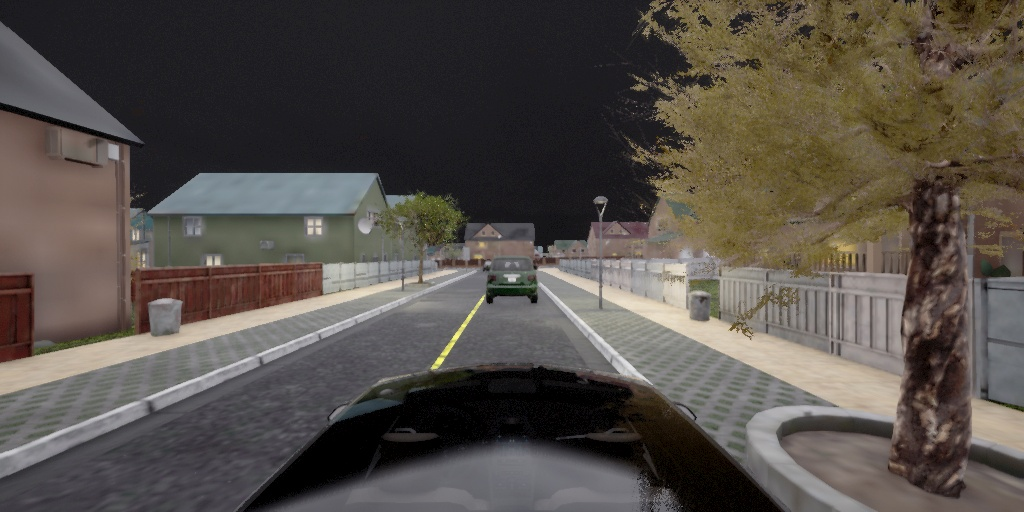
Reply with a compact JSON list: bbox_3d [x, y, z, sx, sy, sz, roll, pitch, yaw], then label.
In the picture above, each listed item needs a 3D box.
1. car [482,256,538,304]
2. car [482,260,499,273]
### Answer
[{"bbox_3d":[0.000,1.014,16.531,2.150,2.045,5.566,0,0,0],"label":"car"},{"bbox_3d":[-2.750,1.343,46.592,1.882,1.535,5.008,0,0,0],"label":"car"}]
